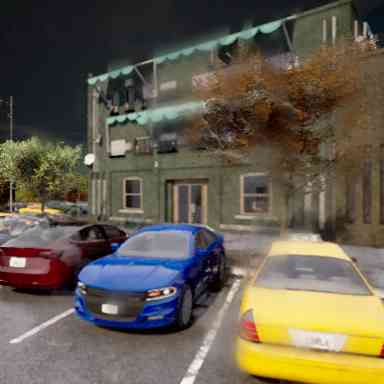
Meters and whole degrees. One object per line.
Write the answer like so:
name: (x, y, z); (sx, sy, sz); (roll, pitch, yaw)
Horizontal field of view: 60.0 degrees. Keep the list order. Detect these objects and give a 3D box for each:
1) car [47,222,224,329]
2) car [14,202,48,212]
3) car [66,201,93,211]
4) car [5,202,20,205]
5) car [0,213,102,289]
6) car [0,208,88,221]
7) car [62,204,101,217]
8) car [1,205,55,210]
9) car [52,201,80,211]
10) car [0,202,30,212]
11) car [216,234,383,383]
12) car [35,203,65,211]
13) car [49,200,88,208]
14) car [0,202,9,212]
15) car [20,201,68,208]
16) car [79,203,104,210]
car: (-0.527, 1.484, 7.312); (2.097, 1.535, 5.008); (1, -1, 16)
car: (-28.151, 2.573, 58.230); (5.366, 1.575, 1.946); (0, -2, 15)
car: (-22.381, 2.746, 66.197); (4.553, 1.767, 2.185); (0, -2, 15)
car: (-10.143, 1.350, 14.214); (2.185, 1.767, 4.553); (1, -1, 16)
car: (-2.927, 1.511, 9.056); (2.163, 1.488, 4.792); (0, -1, 16)
car: (-5.340, 1.481, 10.751); (2.231, 1.521, 4.892); (1, -1, 16)
car: (-14.935, 2.512, 45.144); (4.674, 1.452, 2.002); (1, -1, 15)
car: (-7.787, 1.472, 12.285); (1.946, 1.575, 5.366); (1, -1, 15)
car: (-24.134, 2.656, 63.775); (4.553, 1.767, 2.185); (0, -2, 15)
car: (-29.899, 2.474, 55.399); (4.892, 1.521, 2.231); (0, -2, 15)
car: (1.931, 1.485, 5.771); (1.946, 1.575, 5.366); (0, -1, 16)
car: (-26.010, 2.708, 60.971); (4.792, 1.488, 2.163); (0, -2, 15)
car: (-16.625, 2.122, 42.678); (5.566, 2.045, 2.435); (2, -1, 15)
car: (-31.843, 2.370, 52.618); (4.892, 1.521, 2.231); (0, -2, 15)
car: (-18.211, 2.268, 40.150); (5.366, 1.575, 1.946); (2, -2, 15)
car: (-20.718, 3.002, 68.653); (4.674, 1.452, 2.002); (0, -2, 15)
